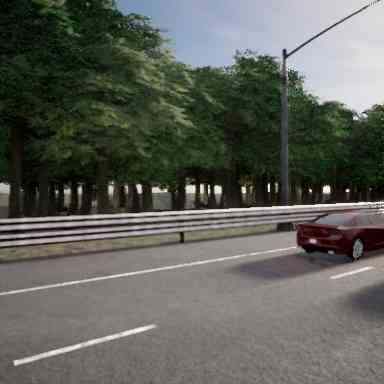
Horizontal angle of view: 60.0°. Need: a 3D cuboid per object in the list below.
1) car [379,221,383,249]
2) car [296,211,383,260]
[{"bbox_3d":[7.574,1.508,9.153,5.357,1.411,2.033,0,0,-36],"label":"car"},{"bbox_3d":[5.966,1.435,12.305,5.008,1.535,1.882,0,0,-36],"label":"car"}]
